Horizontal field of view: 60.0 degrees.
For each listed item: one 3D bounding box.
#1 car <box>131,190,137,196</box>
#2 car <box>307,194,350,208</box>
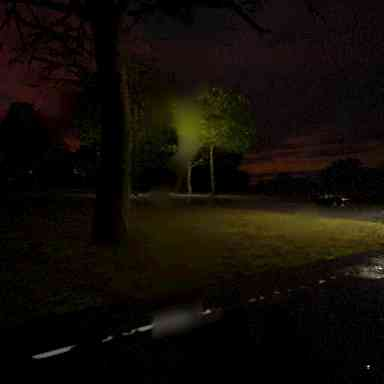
[{"bbox_3d":[-12.432,0.125,66.177,1.994,1.385,4.181,-1,2,-31],"label":"car"},{"bbox_3d":[15.544,0.963,38.143,2.128,1.511,4.902,-1,2,-35],"label":"car"}]
